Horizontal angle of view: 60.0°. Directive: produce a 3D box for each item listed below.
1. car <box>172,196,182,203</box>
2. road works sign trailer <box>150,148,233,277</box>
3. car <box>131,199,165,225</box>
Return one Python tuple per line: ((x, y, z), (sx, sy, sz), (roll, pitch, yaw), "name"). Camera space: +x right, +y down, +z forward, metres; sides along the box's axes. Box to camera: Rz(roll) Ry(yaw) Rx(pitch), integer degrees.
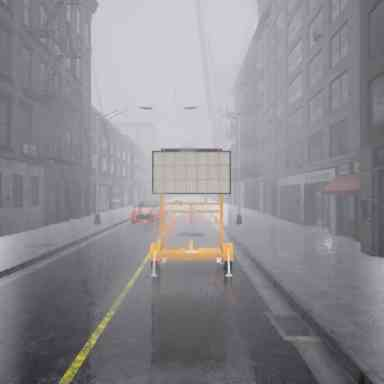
((-3.089, 1.641, 68.129), (1.812, 1.442, 4.674), (0, 0, 0), "car")
((-0.012, 0.468, 10.273), (2.380, 3.560, 2.880), (0, 0, 0), "road works sign trailer")
((-3.132, 1.368, 24.402), (2.097, 1.767, 4.553), (0, 0, 0), "car")
